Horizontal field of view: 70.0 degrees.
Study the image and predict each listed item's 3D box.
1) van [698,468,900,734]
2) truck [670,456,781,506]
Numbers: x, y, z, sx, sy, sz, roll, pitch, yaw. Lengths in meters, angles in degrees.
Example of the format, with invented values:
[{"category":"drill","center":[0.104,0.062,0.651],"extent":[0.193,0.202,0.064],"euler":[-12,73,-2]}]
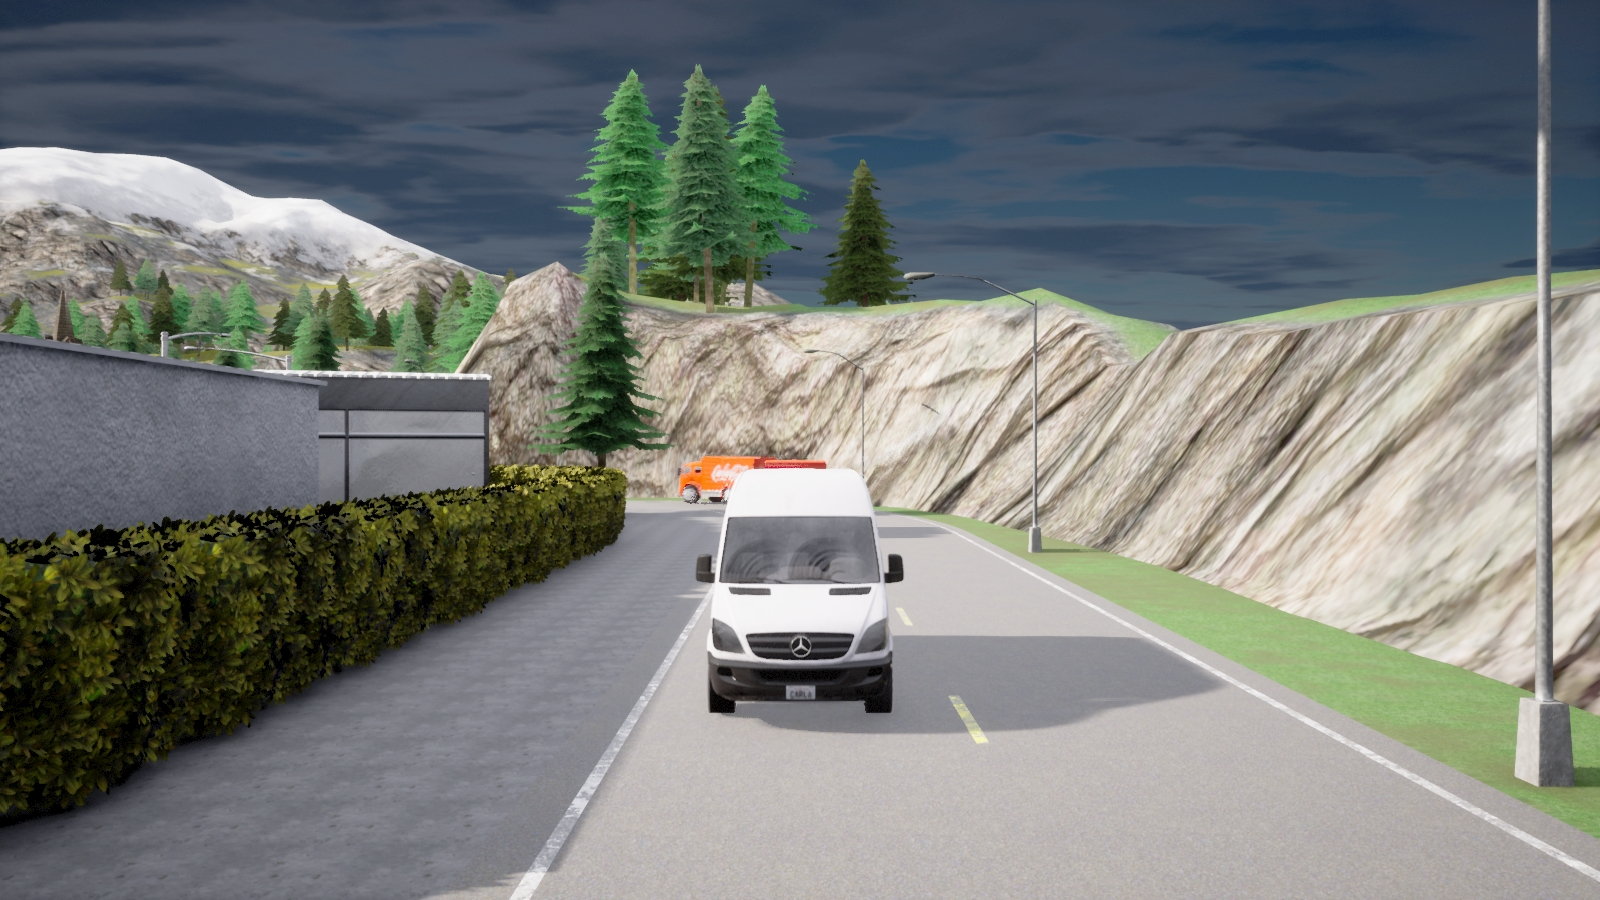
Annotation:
[{"category":"van","center":[-0.011,1.533,14.197],"extent":[1.988,2.561,5.915],"euler":[0,0,0]},{"category":"truck","center":[-3.859,1.565,59.157],"extent":[5.204,2.467,2.627],"euler":[0,-1,34]}]
